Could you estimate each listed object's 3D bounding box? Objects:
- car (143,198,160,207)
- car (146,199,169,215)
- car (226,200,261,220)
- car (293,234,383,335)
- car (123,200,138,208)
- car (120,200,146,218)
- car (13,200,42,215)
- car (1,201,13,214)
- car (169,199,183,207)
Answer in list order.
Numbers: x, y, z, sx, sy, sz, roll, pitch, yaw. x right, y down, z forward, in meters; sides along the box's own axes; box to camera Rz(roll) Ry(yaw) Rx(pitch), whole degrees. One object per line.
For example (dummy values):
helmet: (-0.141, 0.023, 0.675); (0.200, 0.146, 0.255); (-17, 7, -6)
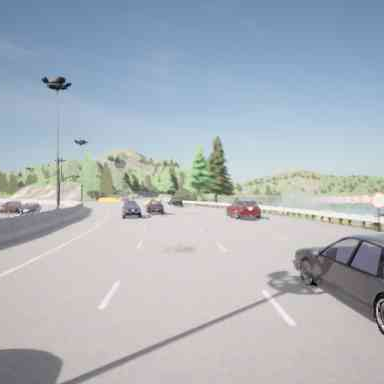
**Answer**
car: (-7.540, 1.996, 61.534); (1.882, 1.535, 5.008); (0, 0, -21)
car: (-4.462, 1.818, 39.369); (2.128, 1.511, 4.902); (0, 0, -13)
car: (4.571, 1.506, 30.291); (2.097, 1.767, 4.553); (-1, 0, -10)
car: (3.755, 1.547, 6.442); (2.033, 1.411, 5.357); (-1, 0, -4)
car: (-11.333, 2.128, 61.517); (1.994, 1.385, 4.181); (0, 0, -21)
car: (-6.342, 1.864, 34.462); (2.033, 1.411, 5.357); (0, 0, -15)
car: (-19.122, 2.000, 39.504); (2.128, 1.511, 4.902); (-1, 0, -14)
car: (-24.210, 1.958, 45.004); (2.097, 1.767, 4.553); (-1, 0, -17)
car: (-3.008, 1.958, 60.152); (1.837, 1.490, 4.892); (0, -1, -18)
